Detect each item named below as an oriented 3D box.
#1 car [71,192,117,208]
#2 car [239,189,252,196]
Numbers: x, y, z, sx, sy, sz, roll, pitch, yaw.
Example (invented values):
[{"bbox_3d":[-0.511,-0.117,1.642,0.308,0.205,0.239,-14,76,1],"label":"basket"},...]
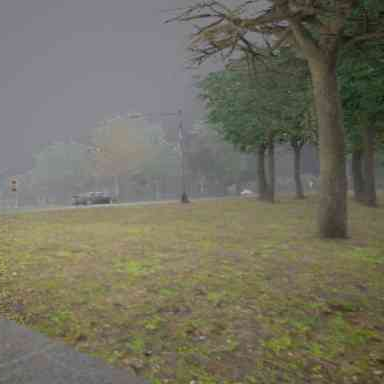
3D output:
[{"bbox_3d":[-9.777,0.732,33.630,2.128,1.511,4.902,-4,-1,34],"label":"car"},{"bbox_3d":[12.716,0.134,78.878,1.812,1.442,4.674,-4,-1,34],"label":"car"}]
